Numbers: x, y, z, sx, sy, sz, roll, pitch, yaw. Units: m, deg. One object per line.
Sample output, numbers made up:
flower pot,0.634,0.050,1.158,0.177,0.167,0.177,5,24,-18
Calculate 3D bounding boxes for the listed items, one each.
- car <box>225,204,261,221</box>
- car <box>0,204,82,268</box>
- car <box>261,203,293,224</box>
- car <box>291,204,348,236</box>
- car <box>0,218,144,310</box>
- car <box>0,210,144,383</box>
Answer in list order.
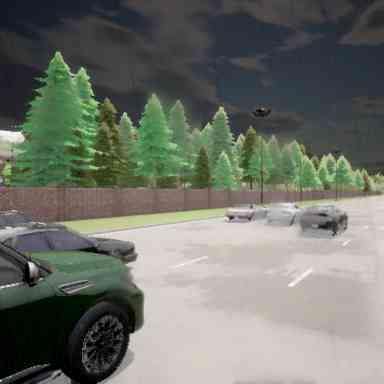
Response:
car,4.568,1.600,26.969,1.895,1.301,4.718,0,0,34
car,-6.130,1.350,10.811,2.097,1.767,4.553,0,0,34
car,6.930,1.525,24.196,1.812,1.442,4.674,0,0,34
car,7.536,1.491,18.772,2.128,1.511,4.902,0,0,34
car,-3.745,1.547,8.074,2.033,1.411,5.357,0,0,34
car,-2.881,1.221,3.040,2.150,2.045,5.566,0,0,34
